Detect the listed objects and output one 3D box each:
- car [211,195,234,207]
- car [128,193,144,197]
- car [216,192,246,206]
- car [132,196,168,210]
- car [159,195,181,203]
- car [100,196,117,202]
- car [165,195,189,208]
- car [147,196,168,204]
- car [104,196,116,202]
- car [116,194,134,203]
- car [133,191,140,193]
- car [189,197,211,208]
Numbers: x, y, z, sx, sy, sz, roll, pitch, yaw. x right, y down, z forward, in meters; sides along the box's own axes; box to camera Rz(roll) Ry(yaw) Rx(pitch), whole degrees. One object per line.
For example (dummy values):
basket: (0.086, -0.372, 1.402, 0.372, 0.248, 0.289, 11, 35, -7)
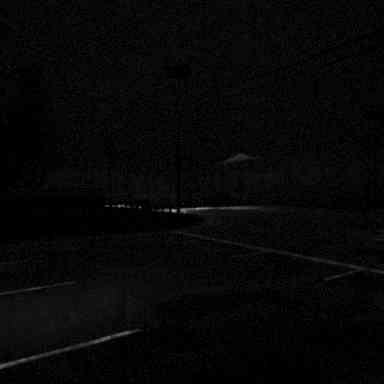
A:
car: (3.445, 1.483, 47.987, 1.895, 1.301, 4.718, 0, 0, -36)
car: (-9.361, 1.372, 59.781, 1.882, 1.535, 5.008, 0, 0, -35)
car: (5.699, 1.092, 50.850, 2.150, 2.045, 5.566, 0, 0, -36)
car: (-5.359, 1.523, 42.235, 1.895, 1.301, 4.718, 0, 0, -36)
car: (-4.359, 1.346, 64.871, 1.882, 1.535, 5.008, 0, 0, -35)
car: (-18.134, 1.473, 71.999, 1.895, 1.301, 4.718, 0, 0, -36)
car: (-2.885, 1.413, 44.791, 1.837, 1.490, 4.892, 0, 0, -36)
car: (-6.497, 1.482, 61.816, 1.895, 1.301, 4.718, 0, 0, -35)
car: (-15.262, 1.414, 55.969, 2.128, 1.511, 4.902, 0, 0, -36)
car: (-12.296, 1.473, 57.846, 1.994, 1.385, 4.181, 0, 0, -35)
car: (-13.064, 0.841, 76.929, 2.150, 2.045, 5.566, 0, 0, -36)
car: (0.192, 1.459, 46.513, 1.994, 1.385, 4.181, 0, 0, -36)
